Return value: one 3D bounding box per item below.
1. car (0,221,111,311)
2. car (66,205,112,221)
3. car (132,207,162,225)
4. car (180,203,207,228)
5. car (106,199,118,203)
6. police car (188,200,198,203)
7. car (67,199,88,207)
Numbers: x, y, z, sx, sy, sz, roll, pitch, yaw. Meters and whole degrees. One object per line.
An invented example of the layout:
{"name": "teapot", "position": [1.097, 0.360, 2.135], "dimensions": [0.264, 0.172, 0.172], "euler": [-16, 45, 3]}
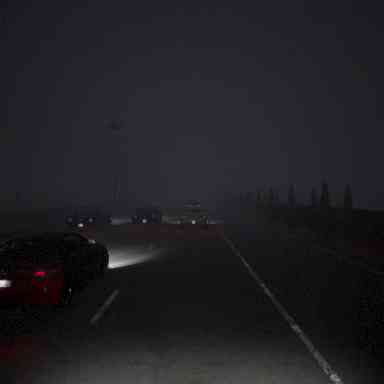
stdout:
{"name": "car", "position": [-3.397, 1.630, 7.975], "dimensions": [1.994, 1.385, 4.181], "euler": [0, 0, 0]}
{"name": "car", "position": [-6.893, 1.787, 22.845], "dimensions": [1.895, 1.301, 4.718], "euler": [0, 0, 0]}
{"name": "car", "position": [-3.395, 1.813, 26.041], "dimensions": [1.895, 1.301, 4.718], "euler": [0, 0, 0]}
{"name": "car", "position": [0.101, 1.718, 23.561], "dimensions": [1.812, 1.442, 4.674], "euler": [0, 0, 0]}
{"name": "car", "position": [-13.987, 2.036, 58.127], "dimensions": [1.812, 1.442, 4.674], "euler": [0, 0, 0]}
{"name": "police car", "position": [0.110, 1.844, 41.616], "dimensions": [2.038, 1.542, 4.974], "euler": [0, 0, 0]}
{"name": "car", "position": [-17.511, 1.892, 50.918], "dimensions": [1.882, 1.535, 5.008], "euler": [0, -1, 1]}
